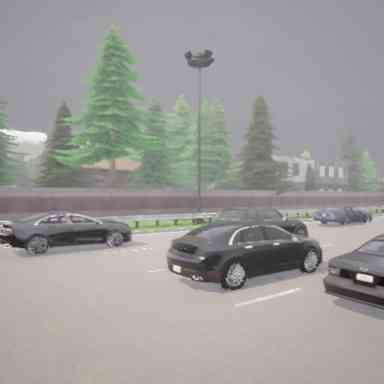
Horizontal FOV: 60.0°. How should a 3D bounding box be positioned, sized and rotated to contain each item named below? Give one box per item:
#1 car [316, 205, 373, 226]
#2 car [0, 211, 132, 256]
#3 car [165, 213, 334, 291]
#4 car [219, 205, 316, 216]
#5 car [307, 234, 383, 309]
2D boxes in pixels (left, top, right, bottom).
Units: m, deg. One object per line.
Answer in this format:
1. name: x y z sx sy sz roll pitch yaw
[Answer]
1. car: 11.262 1.689 24.677 5.357 1.411 2.033 0 0 -36
2. car: -4.814 1.514 13.210 4.902 1.511 2.128 0 0 -35
3. car: 1.611 1.546 9.194 4.892 1.490 1.837 0 0 -36
4. car: 2.984 1.416 14.472 4.553 1.767 2.097 1 0 -35
5. car: 5.131 1.598 7.406 5.357 1.411 2.033 0 0 -36
